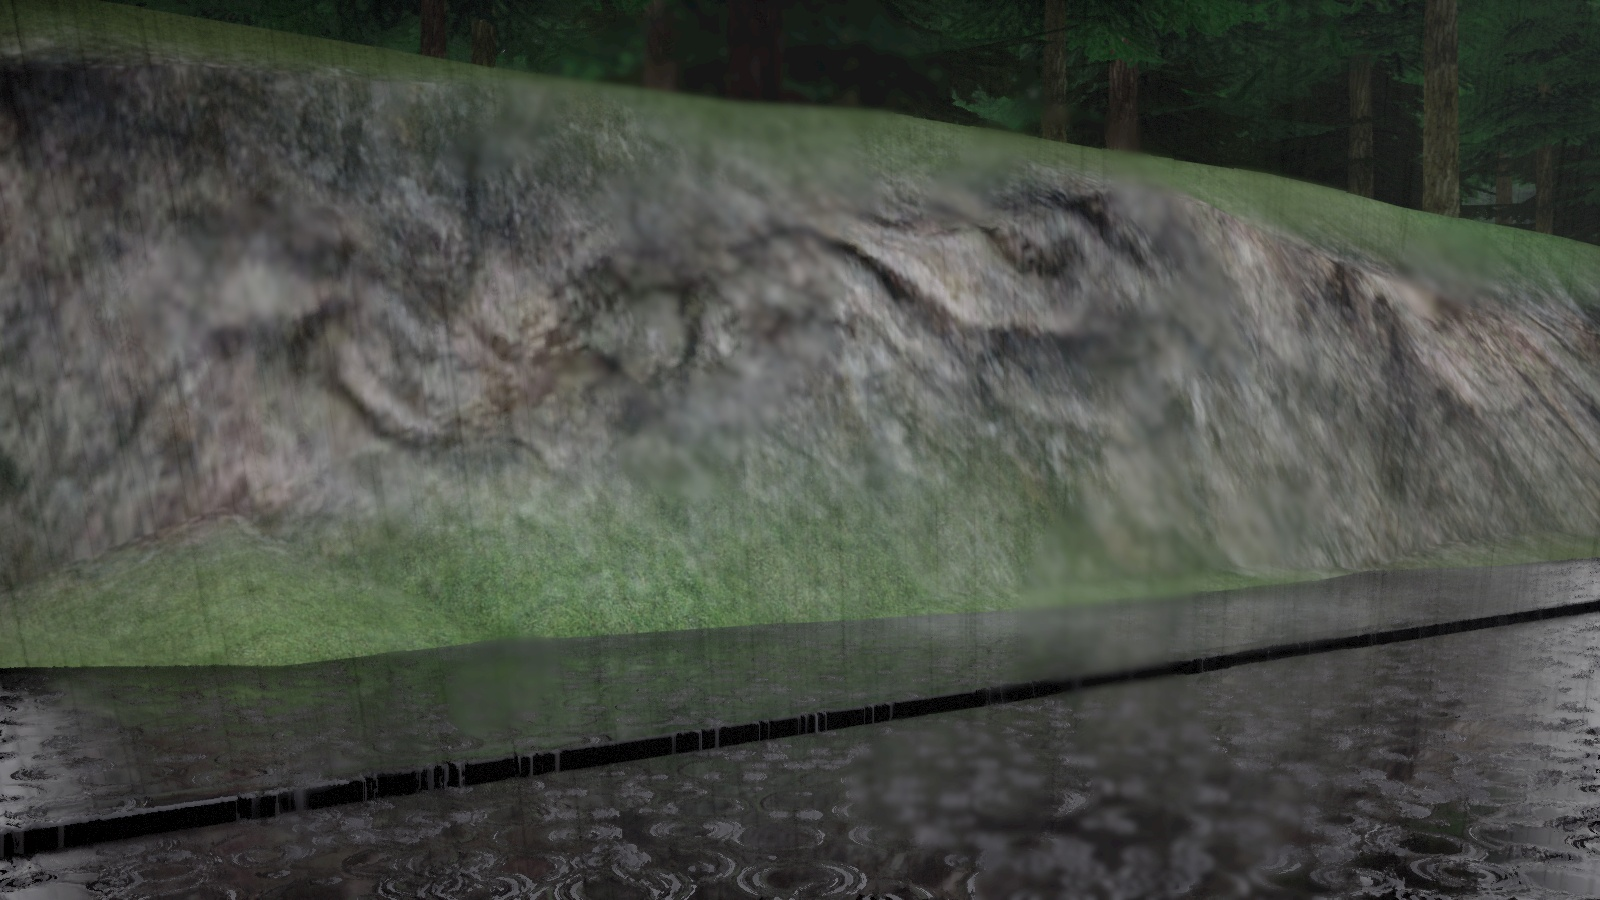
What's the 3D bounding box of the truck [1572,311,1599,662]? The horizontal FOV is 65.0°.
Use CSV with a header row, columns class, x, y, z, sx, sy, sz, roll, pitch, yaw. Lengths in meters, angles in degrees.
class,x,y,z,sx,sy,sz,roll,pitch,yaw
truck,8.441,0.261,8.558,5.204,2.467,2.627,0,1,-17
